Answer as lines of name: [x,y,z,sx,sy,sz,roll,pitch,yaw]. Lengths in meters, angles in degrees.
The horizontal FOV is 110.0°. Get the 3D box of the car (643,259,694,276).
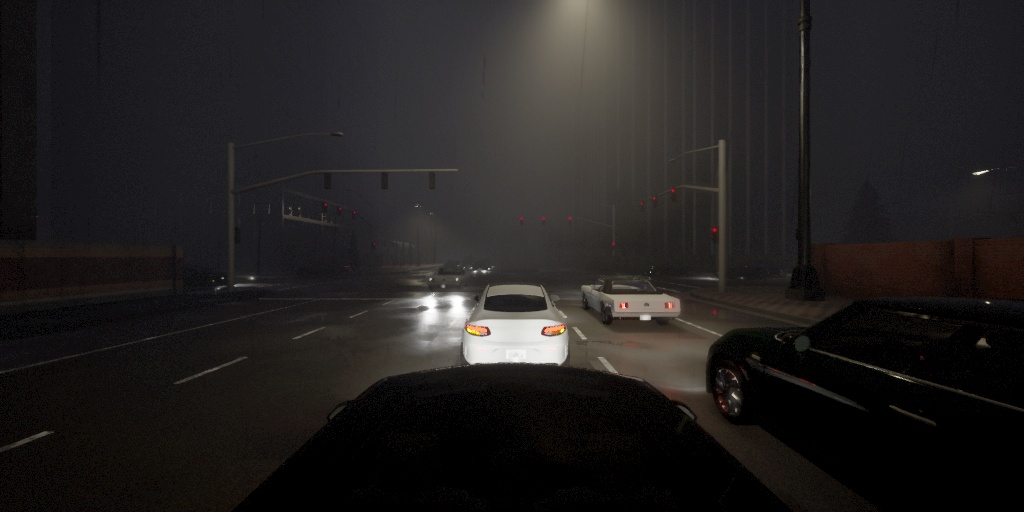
car: [15.338,1.102,35.136,4.553,1.767,2.097,0,0,0]

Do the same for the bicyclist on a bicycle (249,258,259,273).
bicyclist on a bicycle: [-28.409,1.051,39.501,0.582,1.620,1.656,0,0,-1]

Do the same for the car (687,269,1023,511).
car: [3.599,1.102,2.881,2.097,1.767,4.553,0,0,0]

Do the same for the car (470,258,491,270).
car: [-4.424,1.314,50.805,1.994,1.385,4.181,0,0,-1]

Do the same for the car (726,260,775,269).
car: [20.189,1.314,31.681,4.181,1.385,1.994,0,0,-1]

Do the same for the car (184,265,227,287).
car: [-21.418,1.314,24.081,4.181,1.385,1.994,0,0,0]

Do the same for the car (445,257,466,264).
car: [-7.876,1.241,47.873,2.128,1.511,4.902,0,0,-1]

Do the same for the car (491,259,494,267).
car: [-4.569,1.276,61.123,1.812,1.442,4.674,0,0,-1]

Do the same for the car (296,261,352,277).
car: [-18.201,1.241,34.766,4.902,1.511,2.128,0,0,-2]

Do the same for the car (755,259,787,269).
car: [24.230,1.102,35.218,4.553,1.767,2.097,0,0,0]

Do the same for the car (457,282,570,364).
car: [0.059,1.276,7.566,1.812,1.442,4.674,0,0,0]

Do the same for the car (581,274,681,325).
car: [3.563,1.351,11.783,1.895,1.301,4.718,0,0,0]

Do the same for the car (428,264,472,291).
car: [-3.766,1.351,21.712,1.895,1.301,4.718,0,0,-1]
